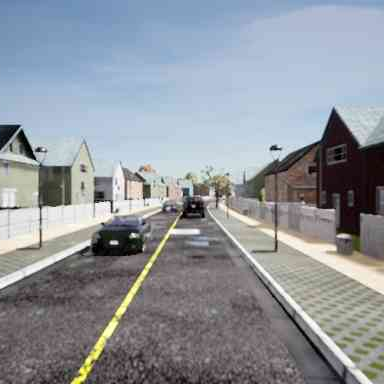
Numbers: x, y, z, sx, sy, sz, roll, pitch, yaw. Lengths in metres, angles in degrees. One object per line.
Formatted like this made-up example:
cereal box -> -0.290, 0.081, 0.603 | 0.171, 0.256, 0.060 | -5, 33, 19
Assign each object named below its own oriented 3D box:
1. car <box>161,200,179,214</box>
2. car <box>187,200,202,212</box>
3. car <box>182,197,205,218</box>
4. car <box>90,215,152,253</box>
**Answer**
car -> -2.666, 1.799, 40.814 | 2.128, 1.511, 4.902 | 0, 0, 1
car -> 0.383, 1.868, 45.409 | 1.812, 1.442, 4.674 | 0, 0, 2
car -> 0.158, 1.472, 33.295 | 2.150, 2.045, 5.566 | 0, -1, 1
car -> -2.833, 1.672, 14.077 | 1.994, 1.385, 4.181 | 0, 0, 0
